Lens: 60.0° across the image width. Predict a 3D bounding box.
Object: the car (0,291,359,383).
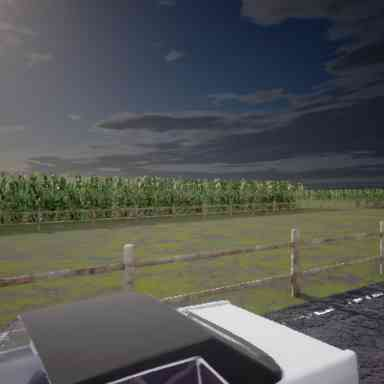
[{"bbox_3d":[-0.947,1.601,2.306,4.718,1.301,1.895,0,0,-35],"label":"car"}]
